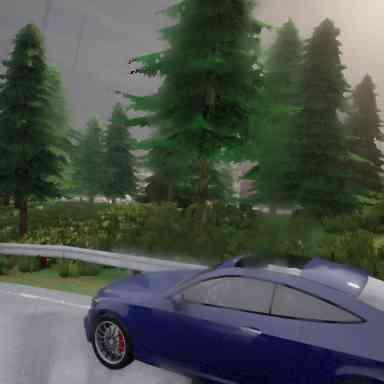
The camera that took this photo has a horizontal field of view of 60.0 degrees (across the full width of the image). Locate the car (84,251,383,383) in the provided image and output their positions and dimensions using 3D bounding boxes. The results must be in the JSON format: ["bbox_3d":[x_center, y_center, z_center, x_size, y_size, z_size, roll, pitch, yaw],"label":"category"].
[{"bbox_3d":[0.770,1.499,4.089,4.674,1.442,1.812,1,1,31],"label":"car"}]
